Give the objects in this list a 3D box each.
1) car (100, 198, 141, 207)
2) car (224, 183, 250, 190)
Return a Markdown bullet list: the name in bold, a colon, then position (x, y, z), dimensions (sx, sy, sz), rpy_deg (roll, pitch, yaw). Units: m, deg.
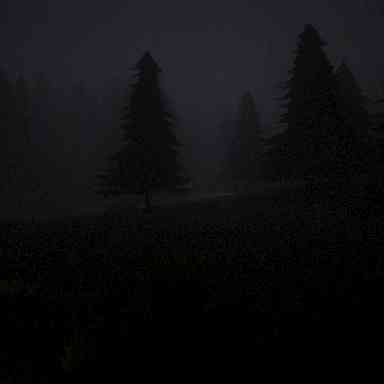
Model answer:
- **car**: position (-7.324, 1.303, 34.620), dimensions (1.812, 1.442, 4.674), rpy_deg (0, 5, 43)
- **car**: position (7.258, -0.754, 53.399), dimensions (4.892, 1.490, 1.837), rpy_deg (-6, 3, -37)
